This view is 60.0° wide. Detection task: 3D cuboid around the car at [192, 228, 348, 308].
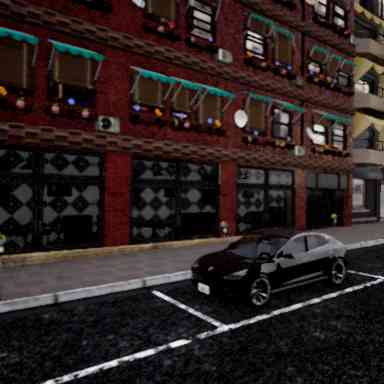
[{"bbox_3d":[2.017,1.583,7.983,4.313,1.339,1.947,0,1,-35],"label":"car"}]
